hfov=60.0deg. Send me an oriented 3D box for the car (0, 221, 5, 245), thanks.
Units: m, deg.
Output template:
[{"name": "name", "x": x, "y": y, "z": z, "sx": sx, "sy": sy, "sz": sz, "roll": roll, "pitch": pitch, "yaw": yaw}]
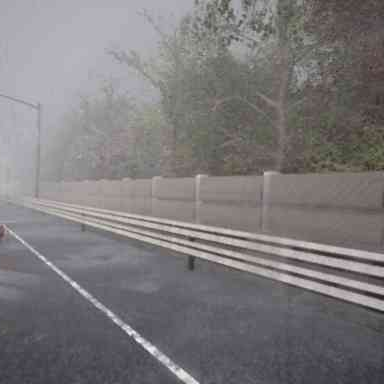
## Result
[{"name": "car", "x": -8.966, "y": 1.371, "z": 13.607, "sx": 1.895, "sy": 1.301, "sz": 4.718, "roll": 2, "pitch": 0, "yaw": -35}]
